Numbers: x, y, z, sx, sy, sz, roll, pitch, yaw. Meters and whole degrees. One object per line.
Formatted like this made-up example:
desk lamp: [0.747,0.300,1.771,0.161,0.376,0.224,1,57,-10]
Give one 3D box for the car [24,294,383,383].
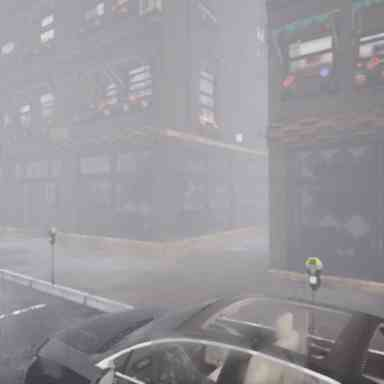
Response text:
car: [0.421,1.546,2.587,4.403,1.369,2.008,0,-1,35]
